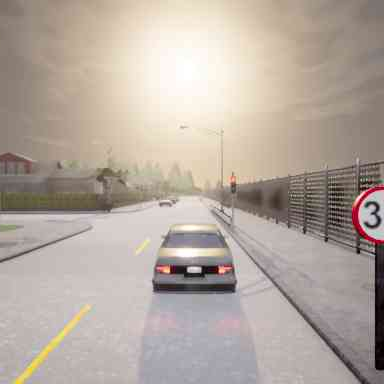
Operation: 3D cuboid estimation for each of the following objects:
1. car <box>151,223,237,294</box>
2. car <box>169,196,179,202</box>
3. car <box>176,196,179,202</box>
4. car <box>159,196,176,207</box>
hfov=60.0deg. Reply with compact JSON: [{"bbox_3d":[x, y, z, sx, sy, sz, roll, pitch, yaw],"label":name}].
[{"bbox_3d":[0.066,1.547,8.921,2.033,1.411,5.357,0,0,1],"label":"car"},{"bbox_3d":[-3.897,1.552,74.110,1.994,1.385,4.181,0,0,0],"label":"car"},{"bbox_3d":[-3.978,1.477,61.694,1.882,1.535,5.008,0,0,0],"label":"car"},{"bbox_3d":[-4.025,1.547,51.761,2.033,1.411,5.357,0,0,0],"label":"car"}]
